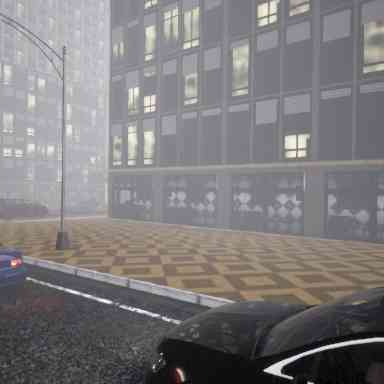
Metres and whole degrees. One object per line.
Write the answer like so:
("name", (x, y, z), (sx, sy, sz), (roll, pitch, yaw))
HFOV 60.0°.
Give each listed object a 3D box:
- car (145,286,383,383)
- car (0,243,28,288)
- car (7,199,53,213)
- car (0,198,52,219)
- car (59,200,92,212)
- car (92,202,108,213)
("car", (1.806, 1.505, 2.395), (4.892, 1.490, 1.837), (0, 0, 35))
("car", (-6.115, 1.543, 8.065), (5.357, 1.411, 2.033), (0, 0, 36))
("car", (-19.548, 1.642, 40.352), (1.752, 1.417, 4.829), (1, 0, 37))
("car", (-16.068, 1.518, 30.971), (2.192, 1.841, 5.009), (1, 0, 37))
("car", (-14.336, 1.752, 43.021), (2.033, 1.411, 5.357), (1, 0, 37))
("car", (-9.253, 1.829, 40.169), (1.752, 1.417, 4.829), (1, 0, 37))
